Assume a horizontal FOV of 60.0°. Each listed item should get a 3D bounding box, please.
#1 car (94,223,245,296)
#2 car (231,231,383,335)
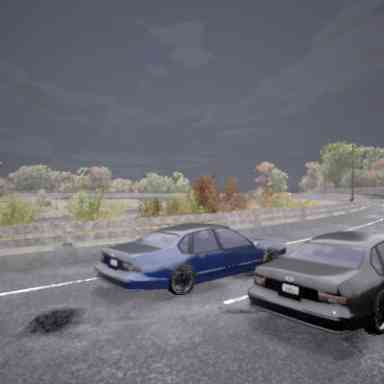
[{"bbox_3d":[0.268,1.538,8.660,5.357,1.411,2.033,0,0,-40],"label":"car"},{"bbox_3d":[3.426,1.527,6.729,5.357,1.411,2.033,0,0,-40],"label":"car"}]
